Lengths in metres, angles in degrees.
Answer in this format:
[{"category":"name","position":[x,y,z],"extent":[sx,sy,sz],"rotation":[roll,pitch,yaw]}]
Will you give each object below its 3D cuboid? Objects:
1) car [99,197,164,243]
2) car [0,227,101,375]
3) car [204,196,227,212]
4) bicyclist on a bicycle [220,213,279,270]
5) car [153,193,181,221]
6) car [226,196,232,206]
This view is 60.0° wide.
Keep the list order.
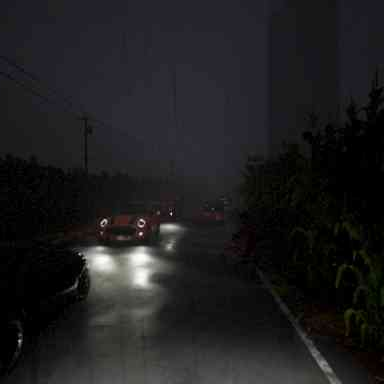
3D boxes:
[{"category":"car","position":[-2.804,1.284,15.704],"extent":[2.097,1.767,4.553],"rotation":[0,0,2]},{"category":"car","position":[-3.181,1.538,5.406],"extent":[1.994,1.385,4.181],"rotation":[0,0,2]},{"category":"car","position":[2.583,1.451,37.287],"extent":[1.895,1.301,4.718],"rotation":[0,0,9]},{"category":"bicyclist on a bicycle","position":[1.616,1.415,9.369],"extent":[1.656,1.620,0.582],"rotation":[0,0,1]},{"category":"car","position":[-2.157,1.110,26.327],"extent":[2.150,2.045,5.566],"rotation":[0,0,5]},{"category":"car","position":[4.941,1.288,50.517],"extent":[2.128,1.511,4.902],"rotation":[0,0,11]}]
